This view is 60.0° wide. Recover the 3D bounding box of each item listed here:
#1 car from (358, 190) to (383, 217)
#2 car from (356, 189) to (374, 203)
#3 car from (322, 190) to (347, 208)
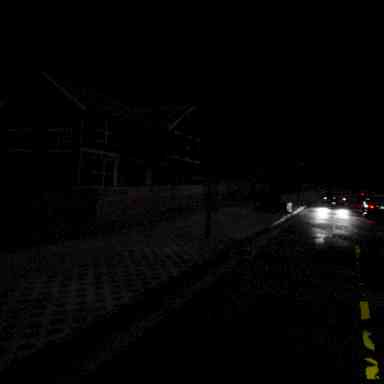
[{"bbox_3d":[12.066,0.884,21.431,2.033,1.411,5.357,5,4,25],"label":"car"},{"bbox_3d":[18.188,0.427,34.457,2.128,1.511,4.902,5,4,26],"label":"car"},{"bbox_3d":[12.293,0.547,28.546,1.895,1.301,4.718,5,4,25],"label":"car"}]
